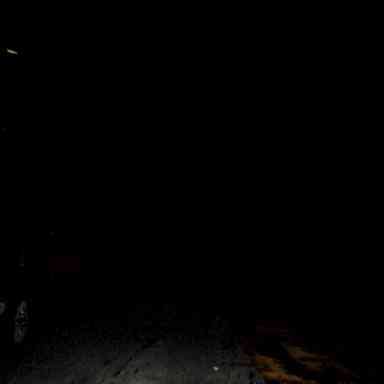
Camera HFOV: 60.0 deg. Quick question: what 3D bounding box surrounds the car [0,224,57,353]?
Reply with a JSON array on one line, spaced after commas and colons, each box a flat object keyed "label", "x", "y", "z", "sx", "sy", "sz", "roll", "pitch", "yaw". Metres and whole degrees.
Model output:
[{"label": "car", "x": -3.656, "y": 1.403, "z": 5.961, "sx": 2.128, "sy": 1.511, "sz": 4.902, "roll": 1, "pitch": 1, "yaw": -14}]
